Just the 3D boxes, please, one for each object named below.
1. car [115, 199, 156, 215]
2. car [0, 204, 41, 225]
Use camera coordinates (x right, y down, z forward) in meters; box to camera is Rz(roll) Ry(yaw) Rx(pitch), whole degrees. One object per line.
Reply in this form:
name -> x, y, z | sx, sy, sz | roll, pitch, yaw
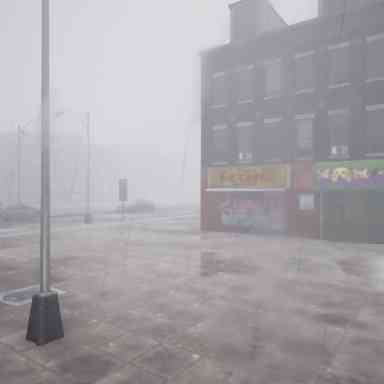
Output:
car -> -5.613, 1.432, 33.636 | 1.812, 1.442, 4.674 | 0, 1, 35
car -> -12.773, 1.515, 23.502 | 1.994, 1.385, 4.181 | 0, 0, 36
